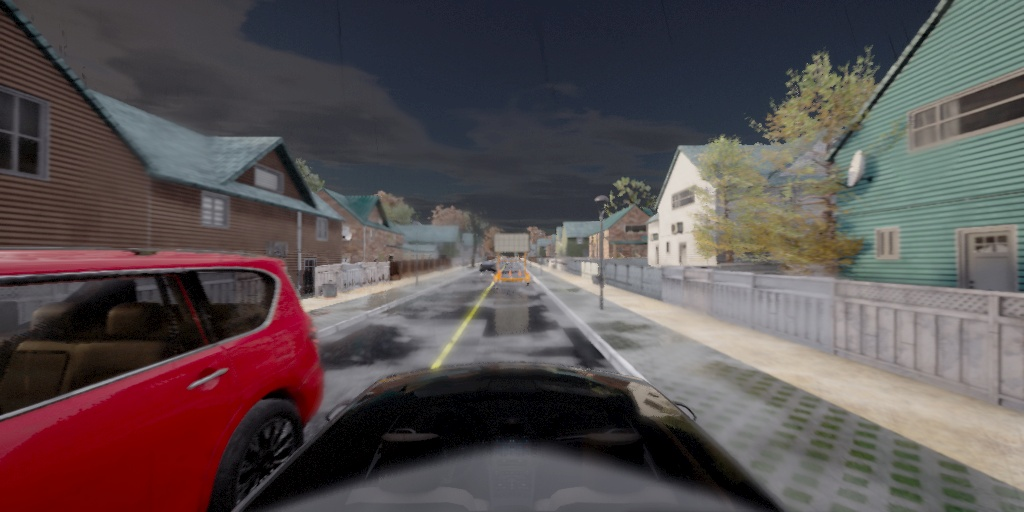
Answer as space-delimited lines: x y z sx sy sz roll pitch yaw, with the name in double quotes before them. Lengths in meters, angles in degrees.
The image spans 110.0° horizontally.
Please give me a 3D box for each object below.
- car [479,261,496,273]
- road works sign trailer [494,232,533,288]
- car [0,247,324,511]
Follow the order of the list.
"car" -2.853 1.256 42.931 2.033 1.411 5.357 0 0 0
"road works sign trailer" -0.006 0.195 23.532 2.380 3.560 2.880 0 0 0
"car" -2.850 0.972 1.132 2.150 2.045 5.566 0 0 0
